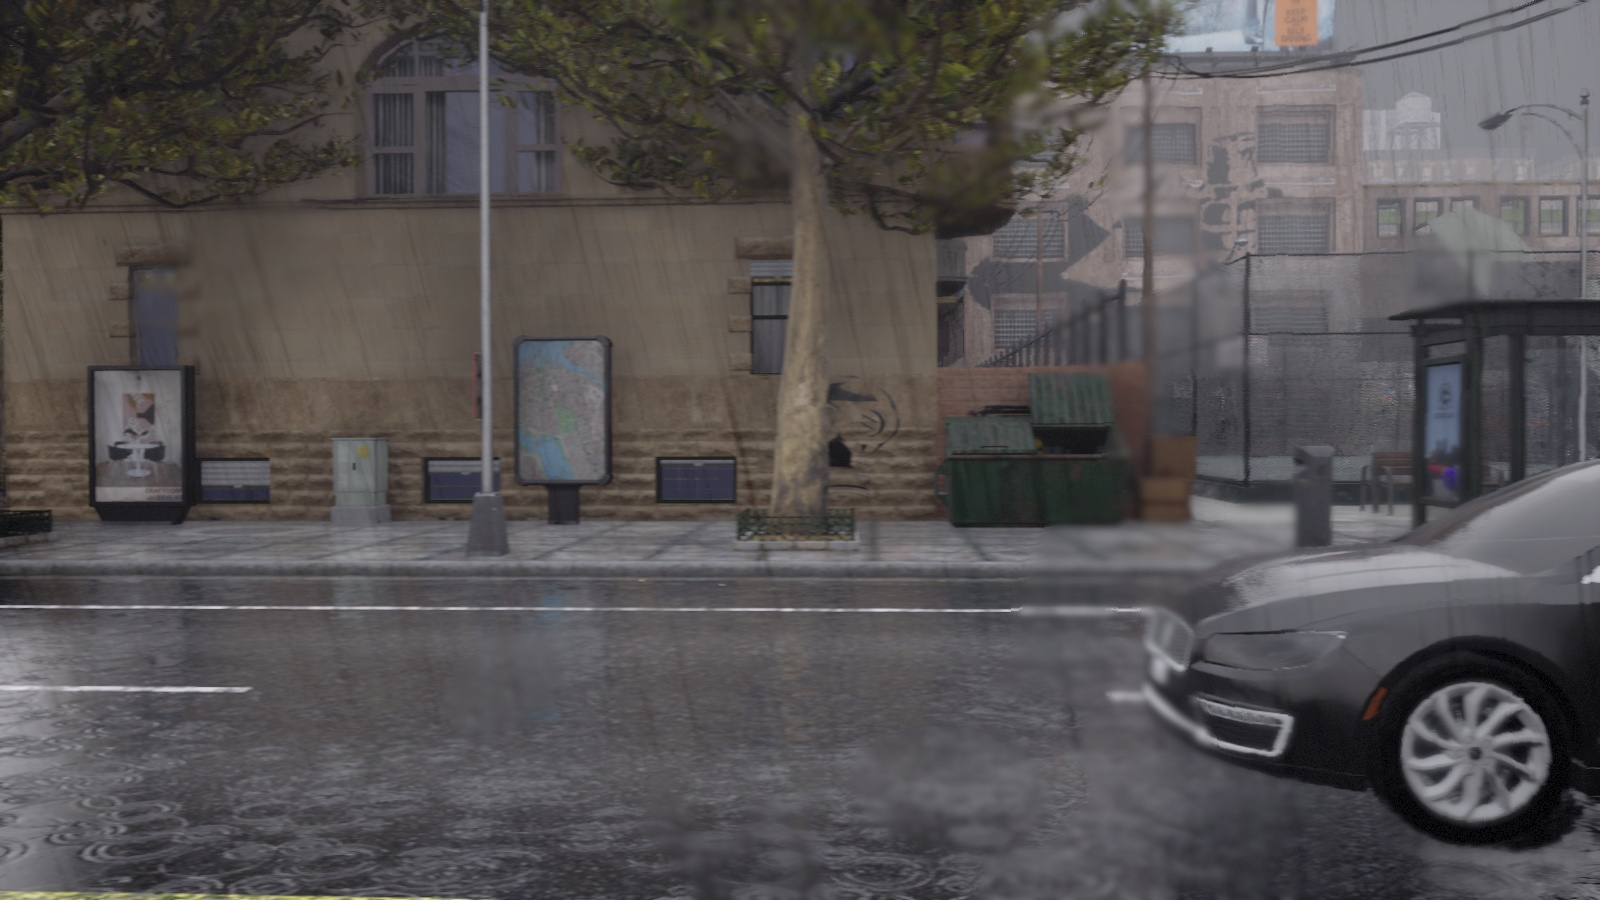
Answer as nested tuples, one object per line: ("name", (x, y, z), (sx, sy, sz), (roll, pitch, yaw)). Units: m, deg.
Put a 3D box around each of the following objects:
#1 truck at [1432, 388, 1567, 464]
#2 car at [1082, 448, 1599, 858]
("truck", (37.205, -1.261, 67.200), (2.891, 3.827, 8.468), (0, 1, 4))
("car", (3.876, 0.759, 5.524), (4.892, 1.490, 1.837), (0, 1, 3))
